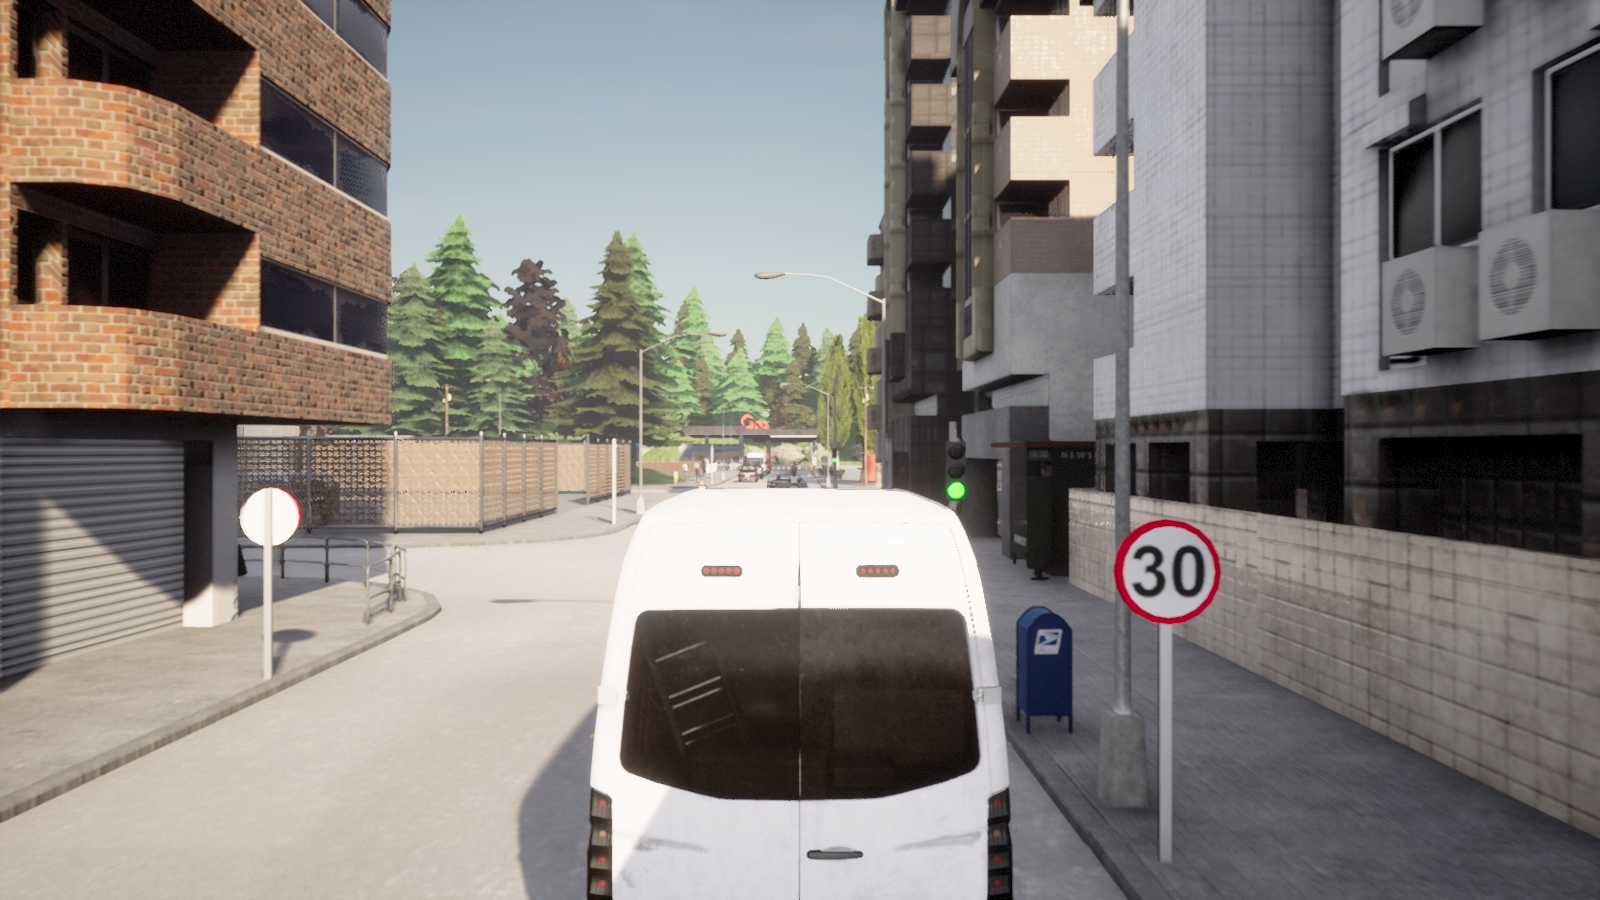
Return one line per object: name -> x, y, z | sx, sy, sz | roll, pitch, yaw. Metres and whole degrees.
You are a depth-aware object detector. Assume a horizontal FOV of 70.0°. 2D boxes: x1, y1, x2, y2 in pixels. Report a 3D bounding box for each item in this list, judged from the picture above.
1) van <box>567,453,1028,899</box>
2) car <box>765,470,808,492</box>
van -> -0.025, 1.316, 7.889 | 1.988, 2.561, 5.915 | 0, 0, 0
car -> -0.883, 1.942, 72.625 | 1.895, 1.301, 4.718 | 0, 0, -12
